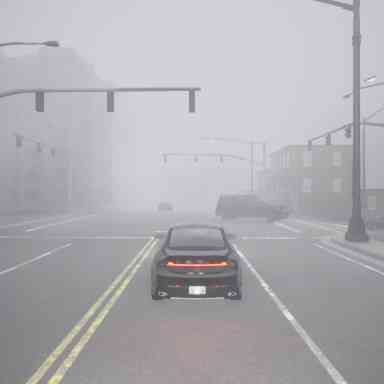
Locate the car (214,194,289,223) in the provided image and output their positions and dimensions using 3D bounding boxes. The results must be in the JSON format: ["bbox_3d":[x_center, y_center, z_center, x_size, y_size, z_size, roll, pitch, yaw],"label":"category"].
[{"bbox_3d":[4.468,1.187,25.297,5.566,2.045,2.150,0,1,21],"label":"car"}]

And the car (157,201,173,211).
[{"bbox_3d":[-3.627,2.061,45.586,1.837,1.490,4.892,0,-4,0],"label":"car"}]

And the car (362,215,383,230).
[{"bbox_3d":[16.051,2.655,28.237,4.181,1.385,1.994,8,0,0],"label":"car"}]

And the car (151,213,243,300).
[{"bbox_3d":[0.095,1.505,8.353,1.837,1.490,4.892,0,0,0],"label":"car"}]
